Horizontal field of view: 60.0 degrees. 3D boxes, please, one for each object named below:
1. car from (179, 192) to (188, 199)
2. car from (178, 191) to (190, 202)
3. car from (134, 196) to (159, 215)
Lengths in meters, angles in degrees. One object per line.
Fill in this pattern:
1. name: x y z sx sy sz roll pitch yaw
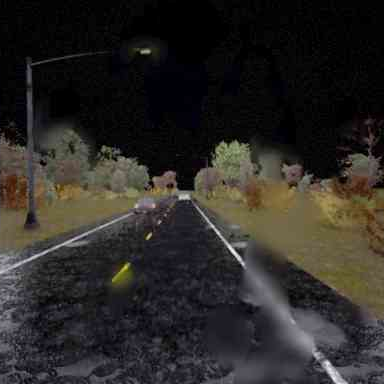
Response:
1. car: -2.204 0.982 86.549 2.097 1.767 4.553 -1 0 -1
2. car: -1.563 0.918 65.698 2.150 2.045 5.566 -1 0 -2
3. car: -4.385 1.249 32.507 2.097 1.767 4.553 -1 0 -1
